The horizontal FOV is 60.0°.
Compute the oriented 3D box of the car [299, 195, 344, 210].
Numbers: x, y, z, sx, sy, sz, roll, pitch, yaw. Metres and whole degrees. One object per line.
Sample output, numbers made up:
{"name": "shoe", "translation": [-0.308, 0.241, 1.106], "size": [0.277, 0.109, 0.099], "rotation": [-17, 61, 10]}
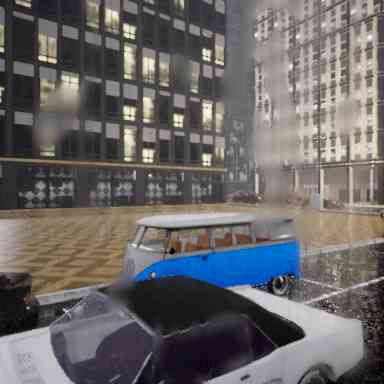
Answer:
{"name": "car", "translation": [14.083, 1.059, 35.615], "size": [1.967, 1.590, 4.097], "rotation": [1, 0, -36]}

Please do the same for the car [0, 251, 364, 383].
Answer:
{"name": "car", "translation": [-0.532, 1.600, 2.995], "size": [4.718, 1.301, 1.895], "rotation": [0, 0, -36]}

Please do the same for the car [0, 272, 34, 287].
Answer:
{"name": "car", "translation": [-4.087, 1.551, 3.643], "size": [4.403, 1.369, 2.008], "rotation": [0, 0, -36]}

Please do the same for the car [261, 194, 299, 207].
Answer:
{"name": "car", "translation": [10.827, 1.093, 40.143], "size": [1.802, 1.307, 4.206], "rotation": [1, 0, -36]}

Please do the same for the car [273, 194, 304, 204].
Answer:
{"name": "car", "translation": [14.344, 0.970, 49.609], "size": [1.802, 1.307, 4.206], "rotation": [1, 0, -36]}

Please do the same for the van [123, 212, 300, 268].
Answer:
{"name": "van", "translation": [0.508, 1.339, 6.928], "size": [3.998, 1.788, 1.690], "rotation": [0, 0, -36]}

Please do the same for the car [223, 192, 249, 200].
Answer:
{"name": "car", "translation": [7.739, 0.696, 58.806], "size": [1.752, 1.417, 4.829], "rotation": [1, 0, -36]}

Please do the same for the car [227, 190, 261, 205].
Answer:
{"name": "car", "translation": [7.581, 0.719, 44.669], "size": [2.192, 1.841, 5.009], "rotation": [1, 0, -36]}
